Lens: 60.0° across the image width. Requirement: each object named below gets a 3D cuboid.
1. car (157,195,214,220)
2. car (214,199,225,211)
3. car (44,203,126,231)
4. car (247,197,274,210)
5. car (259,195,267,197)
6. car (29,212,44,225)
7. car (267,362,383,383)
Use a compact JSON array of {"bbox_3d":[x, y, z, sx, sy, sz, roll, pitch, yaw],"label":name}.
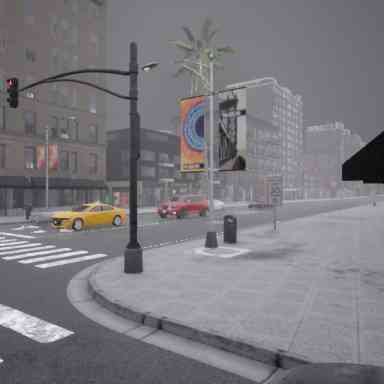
[{"bbox_3d":[-0.690,1.258,29.563,2.150,2.045,5.566,0,0,35],"label":"car"},{"bbox_3d":[2.286,1.577,39.413,1.812,1.442,4.674,0,0,35],"label":"car"},{"bbox_3d":[-6.491,1.496,21.325,1.882,1.535,5.008,0,0,35],"label":"car"},{"bbox_3d":[8.945,1.672,43.185,1.895,1.301,4.718,0,0,36],"label":"car"},{"bbox_3d":[11.350,1.181,52.103,1.882,1.535,5.008,0,0,35],"label":"car"},{"bbox_3d":[-8.881,1.616,23.593,1.895,1.301,4.718,0,0,35],"label":"car"},{"bbox_3d":[2.206,1.551,1.274,4.403,1.369,2.008,0,0,35],"label":"car"}]
